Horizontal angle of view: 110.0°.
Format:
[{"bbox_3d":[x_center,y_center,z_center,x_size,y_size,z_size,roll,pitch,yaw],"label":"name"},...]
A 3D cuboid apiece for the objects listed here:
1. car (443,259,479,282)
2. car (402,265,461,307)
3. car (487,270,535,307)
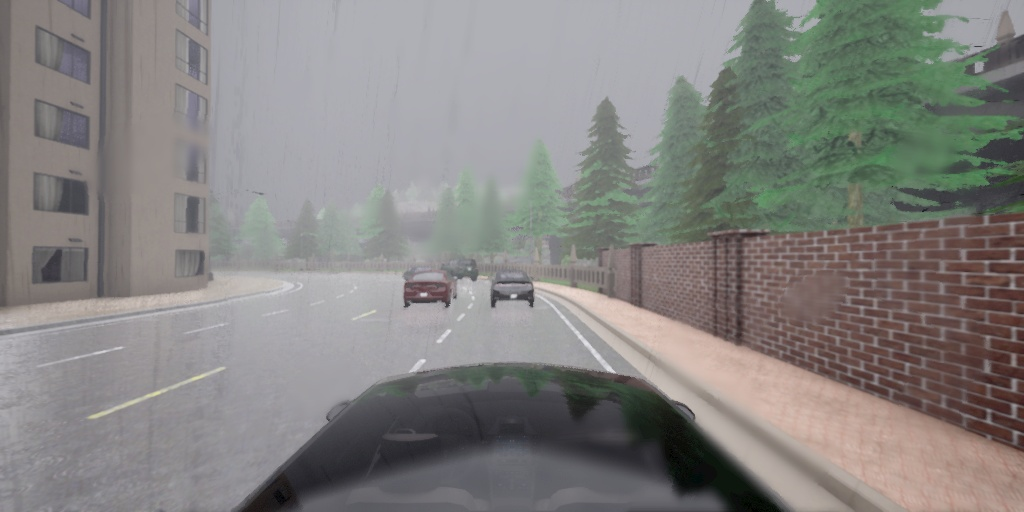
[{"bbox_3d":[-4.960,1.253,32.723,2.150,2.045,5.566,0,-1,-30],"label":"car"},{"bbox_3d":[-3.605,1.364,16.410,1.882,1.535,5.008,0,0,-4],"label":"car"},{"bbox_3d":[-0.086,1.378,16.365,2.128,1.511,4.902,0,0,-4],"label":"car"}]
